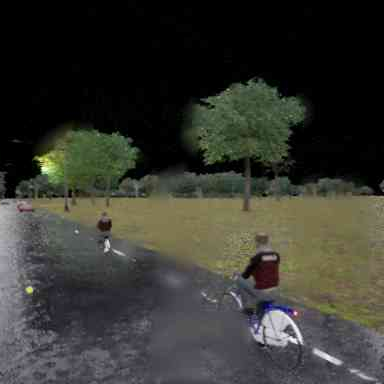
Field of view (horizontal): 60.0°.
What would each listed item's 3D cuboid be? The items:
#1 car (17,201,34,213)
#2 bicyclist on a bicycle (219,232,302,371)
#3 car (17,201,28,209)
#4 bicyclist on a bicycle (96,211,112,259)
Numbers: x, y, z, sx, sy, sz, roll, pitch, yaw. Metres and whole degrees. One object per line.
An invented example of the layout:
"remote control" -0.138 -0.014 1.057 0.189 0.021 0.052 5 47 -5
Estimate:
"car" -25.634 2.438 51.580 1.994 1.385 4.181 0 -1 -28
"bicyclist on a bicycle" 0.889 1.463 4.904 0.659 1.776 1.843 0 -1 -29
"car" -33.607 2.564 65.954 1.882 1.535 5.008 0 -1 -29
"bicyclist on a bicycle" -3.414 1.627 12.768 0.659 1.776 1.843 0 -1 -29
